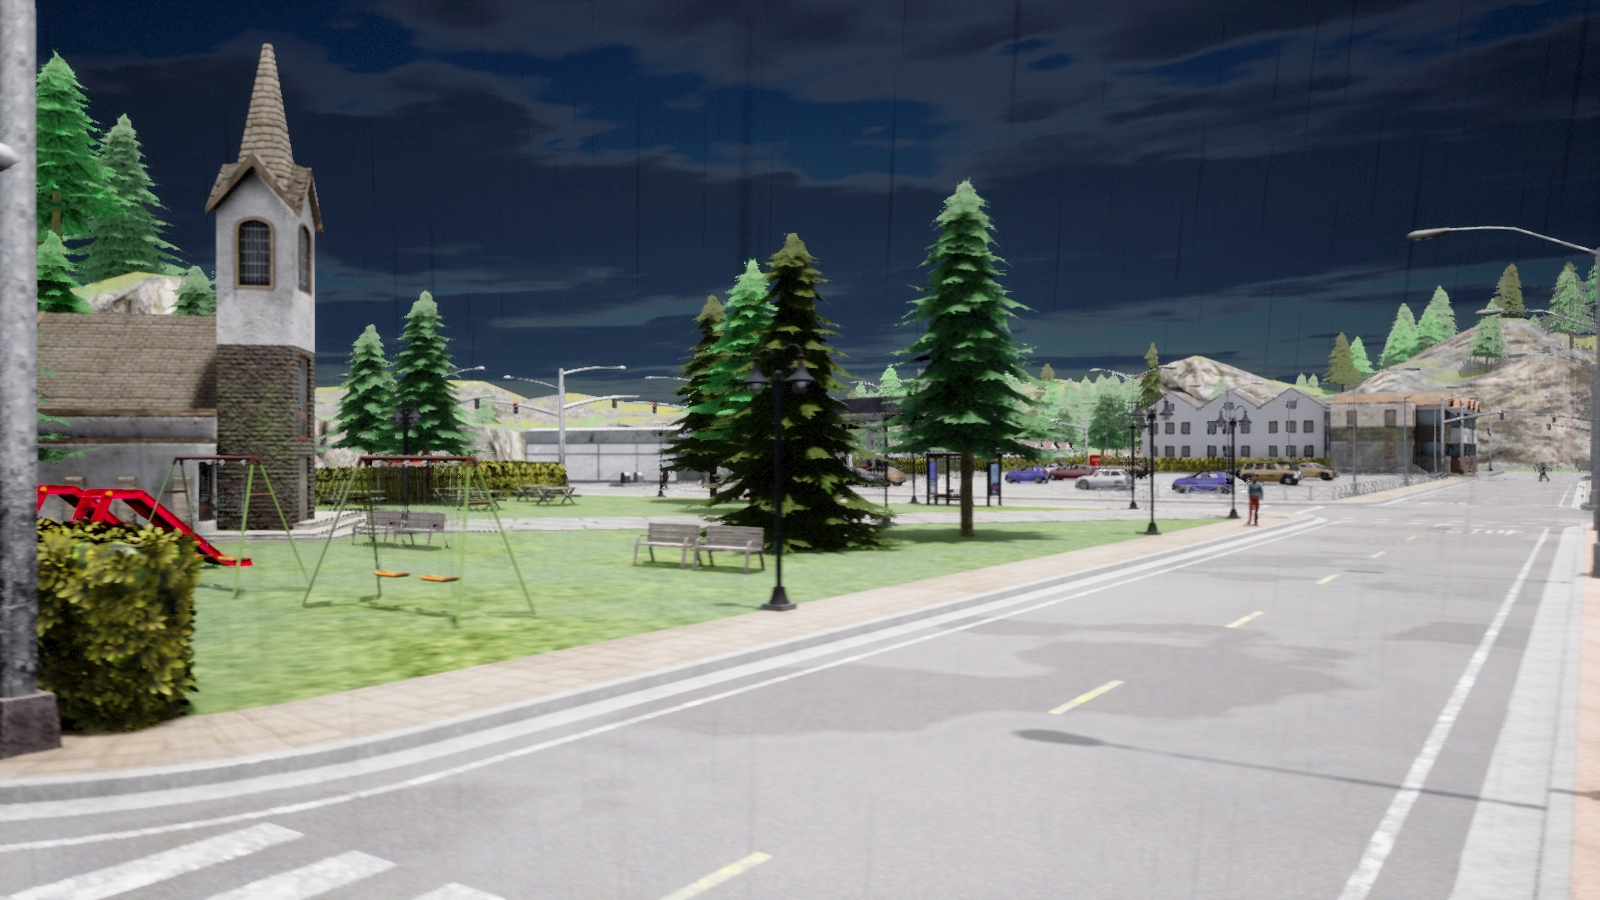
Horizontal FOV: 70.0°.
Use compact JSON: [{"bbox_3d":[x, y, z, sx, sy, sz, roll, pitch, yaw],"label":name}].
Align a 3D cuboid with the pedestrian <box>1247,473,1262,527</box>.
[{"bbox_3d":[16.018,1.750,40.265,0.375,1.860,0.375,0,0,36],"label":"pedestrian"}]
